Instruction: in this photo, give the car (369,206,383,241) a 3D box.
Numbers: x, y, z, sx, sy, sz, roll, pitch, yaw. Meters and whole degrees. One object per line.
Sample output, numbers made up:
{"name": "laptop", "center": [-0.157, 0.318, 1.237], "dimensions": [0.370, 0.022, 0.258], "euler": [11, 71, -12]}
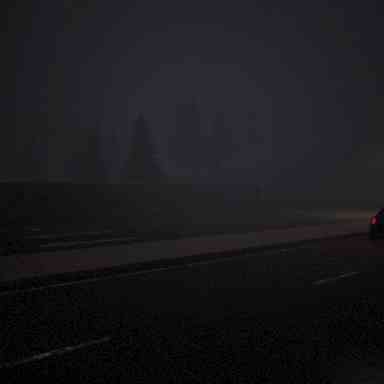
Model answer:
{"name": "car", "center": [10.178, 1.352, 15.306], "dimensions": [4.553, 1.767, 2.097], "euler": [0, 0, -36]}
